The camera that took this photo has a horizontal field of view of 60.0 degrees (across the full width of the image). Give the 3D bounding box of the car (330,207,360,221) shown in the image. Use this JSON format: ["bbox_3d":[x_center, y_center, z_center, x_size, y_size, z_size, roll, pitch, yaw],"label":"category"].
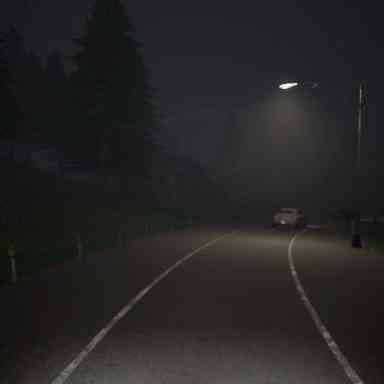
[{"bbox_3d":[17.787,2.501,38.400,4.902,1.511,2.128,3,1,-43],"label":"car"}]

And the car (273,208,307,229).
[{"bbox_3d":[7.539,1.969,25.423,1.812,1.442,4.674,2,0,29],"label":"car"}]
